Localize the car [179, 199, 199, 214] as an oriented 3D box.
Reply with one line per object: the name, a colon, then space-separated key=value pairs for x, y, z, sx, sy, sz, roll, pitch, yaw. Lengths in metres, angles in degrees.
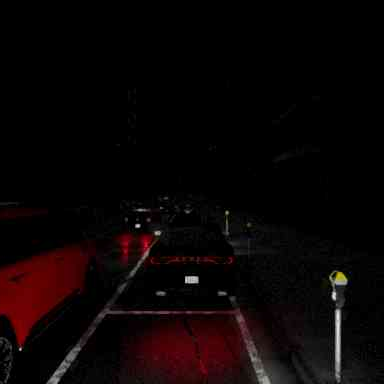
car: x=-0.290 y=1.558 z=36.484 sx=2.008 sy=1.369 sz=4.403 roll=0 pitch=0 yaw=0

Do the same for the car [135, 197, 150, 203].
car: x=-6.168 y=1.489 z=46.095 sx=1.882 sy=1.535 sz=5.008 roll=0 pitch=0 yaw=0

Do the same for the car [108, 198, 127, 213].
car: x=-8.815 y=1.573 z=36.483 sx=1.947 sy=1.339 sz=4.313 roll=0 pitch=0 yaw=0

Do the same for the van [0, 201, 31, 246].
van: x=-8.815 y=1.342 z=14.478 sx=1.690 sy=1.788 sz=3.998 roll=0 pitch=0 yaw=0

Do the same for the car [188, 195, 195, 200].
car: x=-0.237 y=1.636 z=95.394 sx=2.008 sy=1.369 sz=4.403 roll=0 pitch=0 yaw=0

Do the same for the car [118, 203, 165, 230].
car: x=-3.044 y=1.603 z=20.929 sx=1.895 sy=1.301 sz=4.718 roll=0 pitch=0 yaw=0

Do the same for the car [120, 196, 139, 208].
car: x=-8.816 y=1.452 z=47.486 sx=1.967 sy=1.590 sz=4.097 roll=0 pitch=0 yaw=0

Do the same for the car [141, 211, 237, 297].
car: x=-0.006 y=1.478 z=8.650 sx=1.882 sy=1.535 sz=5.008 roll=0 pitch=0 yaw=0

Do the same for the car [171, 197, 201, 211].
car: x=-0.290 y=1.443 z=25.481 sx=1.967 sy=1.590 sz=4.097 roll=0 pitch=0 yaw=0

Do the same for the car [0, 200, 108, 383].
car: x=-3.039 y=1.221 z=4.869 sx=2.150 sy=2.045 sz=5.566 roll=0 pitch=0 yaw=0

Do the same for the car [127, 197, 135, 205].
car: x=-8.815 y=1.591 z=41.985 sx=1.802 sy=1.307 sz=4.206 roll=0 pitch=0 yaw=0

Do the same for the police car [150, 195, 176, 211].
police car: x=-3.146 y=1.432 z=36.997 sx=1.930 sy=1.638 sz=5.238 roll=0 pitch=0 yaw=0

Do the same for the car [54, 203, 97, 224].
car: x=-8.815 y=1.585 z=25.481 sx=1.802 sy=1.307 sz=4.206 roll=0 pitch=0 yaw=0

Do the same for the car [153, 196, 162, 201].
car: x=-8.782 y=1.643 z=84.589 sx=1.802 sy=1.307 sz=4.206 roll=0 pitch=0 yaw=0

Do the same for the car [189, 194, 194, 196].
car: x=-0.257 y=1.501 z=84.576 sx=1.967 sy=1.590 sz=4.097 roll=0 pitch=0 yaw=0

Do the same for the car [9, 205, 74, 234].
car: x=-8.815 y=1.568 z=19.979 sx=1.947 sy=1.339 sz=4.313 roll=0 pitch=0 yaw=0
